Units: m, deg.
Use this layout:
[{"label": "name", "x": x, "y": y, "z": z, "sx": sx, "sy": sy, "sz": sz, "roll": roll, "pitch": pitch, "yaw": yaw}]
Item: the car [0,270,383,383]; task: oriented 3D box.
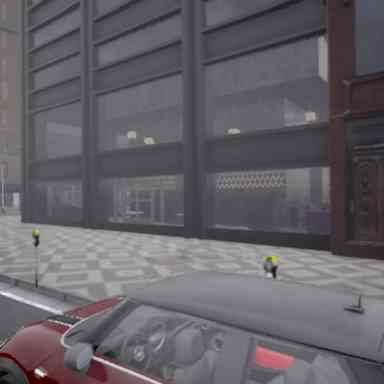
[{"label": "car", "x": -0.001, "y": 1.448, "z": 2.859, "sx": 4.097, "sy": 1.590, "sz": 1.967, "roll": 0, "pitch": -1, "yaw": 36}]
